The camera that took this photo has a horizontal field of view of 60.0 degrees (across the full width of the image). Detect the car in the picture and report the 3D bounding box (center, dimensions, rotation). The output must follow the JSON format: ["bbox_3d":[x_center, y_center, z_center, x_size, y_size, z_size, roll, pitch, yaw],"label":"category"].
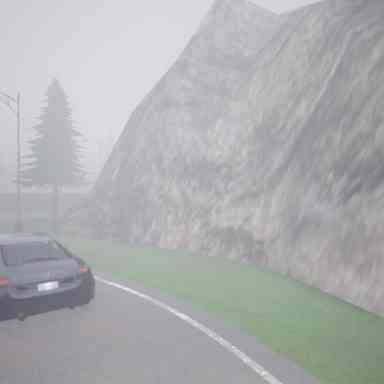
[{"bbox_3d":[-3.752,1.567,7.156,1.994,1.385,4.181,0,0,-41],"label":"car"}]
